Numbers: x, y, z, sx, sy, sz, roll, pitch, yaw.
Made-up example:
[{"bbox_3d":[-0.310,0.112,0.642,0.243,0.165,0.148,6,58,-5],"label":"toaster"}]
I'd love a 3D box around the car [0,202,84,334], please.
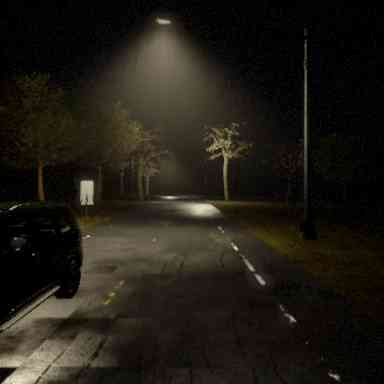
[{"bbox_3d":[-3.599,1.225,5.600,2.150,2.045,5.566,0,0,0],"label":"car"}]
